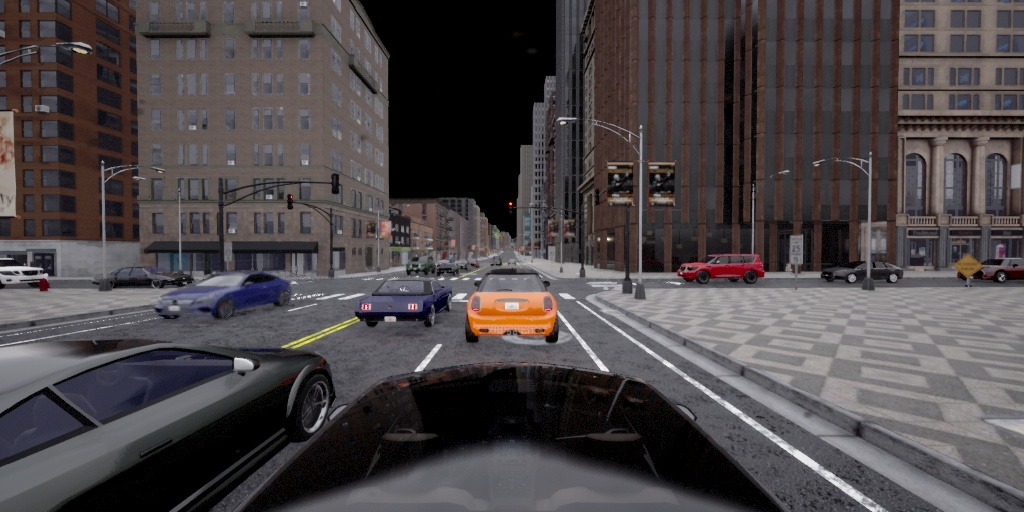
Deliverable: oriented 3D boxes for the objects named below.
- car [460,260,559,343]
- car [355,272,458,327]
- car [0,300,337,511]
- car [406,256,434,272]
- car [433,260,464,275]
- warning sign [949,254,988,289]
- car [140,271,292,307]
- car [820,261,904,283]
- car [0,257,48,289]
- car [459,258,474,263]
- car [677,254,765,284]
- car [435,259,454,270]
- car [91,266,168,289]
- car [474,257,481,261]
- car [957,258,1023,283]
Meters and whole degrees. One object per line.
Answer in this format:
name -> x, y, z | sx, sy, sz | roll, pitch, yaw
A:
car -> 0.008, 1.101, 9.874 | 2.097, 1.767, 4.553 | 0, 0, 0
car -> -3.152, 1.350, 11.525 | 1.895, 1.301, 4.718 | 0, 0, 0
car -> -3.158, 1.314, 2.705 | 1.994, 1.385, 4.181 | 0, 0, 1
car -> -9.865, 0.989, 39.217 | 2.150, 2.045, 5.566 | 0, 0, 0
car -> -6.600, 1.367, 37.548 | 1.895, 1.301, 4.718 | 0, 0, -1
warning sign -> 25.173, 0.827, 19.787 | 1.060, 1.860, 1.300 | 0, 0, 0
car -> -9.853, 1.275, 12.787 | 1.812, 1.442, 4.674 | 0, 0, 0
car -> 24.888, 1.119, 25.588 | 4.892, 1.490, 1.837 | 0, 1, 0
car -> -34.306, 1.105, 23.585 | 5.566, 2.045, 2.150 | 0, 1, 0
car -> -6.613, 1.279, 47.912 | 1.837, 1.490, 4.892 | 0, 0, 0
car -> 14.833, 0.875, 25.548 | 5.566, 2.045, 2.150 | 0, 1, 0
car -> -9.861, 1.253, 52.608 | 1.882, 1.535, 5.008 | 0, 0, 0
car -> -24.114, 1.396, 23.532 | 5.357, 1.411, 2.033 | 0, 1, 0
car -> -6.602, 1.130, 59.618 | 2.097, 1.767, 4.553 | 0, 0, 0
car -> 35.007, 0.926, 25.621 | 4.553, 1.767, 2.097 | 0, 1, 0
